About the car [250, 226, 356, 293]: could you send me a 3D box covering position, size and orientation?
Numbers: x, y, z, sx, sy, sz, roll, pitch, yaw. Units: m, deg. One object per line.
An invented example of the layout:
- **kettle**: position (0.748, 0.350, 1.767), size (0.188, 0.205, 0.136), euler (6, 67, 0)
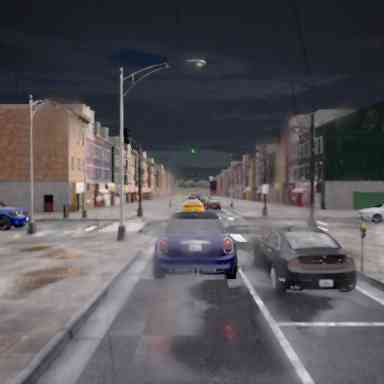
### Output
- **car**: position (2.620, 1.549, 8.683), size (2.008, 1.369, 4.403), euler (-1, 0, 0)

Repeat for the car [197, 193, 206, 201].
- **car**: position (2.595, 1.335, 90.921), size (2.192, 1.841, 5.009), euler (-1, 0, 0)

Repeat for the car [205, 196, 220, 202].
- **car**: position (2.612, 1.548, 41.128), size (1.887, 1.381, 4.507), euler (-1, 0, 0)

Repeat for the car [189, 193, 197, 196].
- **car**: position (-0.018, 1.515, 75.662), size (1.837, 1.490, 4.892), euler (0, 0, 0)

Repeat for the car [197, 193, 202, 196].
- **car**: position (2.603, 1.452, 68.791), size (1.967, 1.590, 4.097), euler (-1, 0, 0)

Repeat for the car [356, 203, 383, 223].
- **car**: position (14.149, 1.407, 23.584), size (4.674, 1.442, 1.812), euler (0, 1, -2)

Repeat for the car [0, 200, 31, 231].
- **car**: position (-12.943, 1.338, 20.625), size (5.566, 2.045, 2.150), euler (0, 1, 0)

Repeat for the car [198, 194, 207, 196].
- **car**: position (2.607, 1.555, 63.258), size (1.887, 1.381, 4.507), euler (-1, 0, 0)

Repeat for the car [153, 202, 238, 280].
- **car**: position (0.089, 1.350, 10.089), size (2.097, 1.767, 4.553), euler (0, 0, 0)

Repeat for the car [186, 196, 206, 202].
- **car**: position (0.091, 1.478, 32.497), size (1.882, 1.535, 5.008), euler (0, 0, 0)

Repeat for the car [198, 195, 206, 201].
- **car**: position (2.602, 1.569, 85.389), size (2.008, 1.369, 4.403), euler (-1, 0, 0)

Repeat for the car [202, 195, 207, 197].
- **car**: position (2.610, 1.589, 52.193), size (1.802, 1.307, 4.206), euler (-1, 0, 0)
